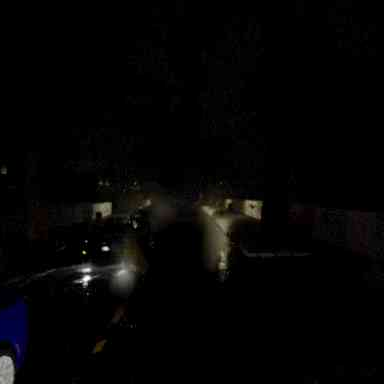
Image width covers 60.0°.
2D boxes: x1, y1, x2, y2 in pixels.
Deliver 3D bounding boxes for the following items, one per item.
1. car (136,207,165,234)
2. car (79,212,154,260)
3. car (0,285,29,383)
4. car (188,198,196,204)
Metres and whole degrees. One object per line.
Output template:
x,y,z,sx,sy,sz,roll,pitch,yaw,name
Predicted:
-2.766,1.679,21.187,2.033,1.411,5.357,0,-1,0,car
-2.845,1.699,12.943,1.994,1.385,4.181,0,-1,0,car
-2.848,1.499,1.887,1.882,1.535,5.008,0,-1,0,car
-0.077,2.435,92.398,1.837,1.490,4.892,0,-1,0,car
